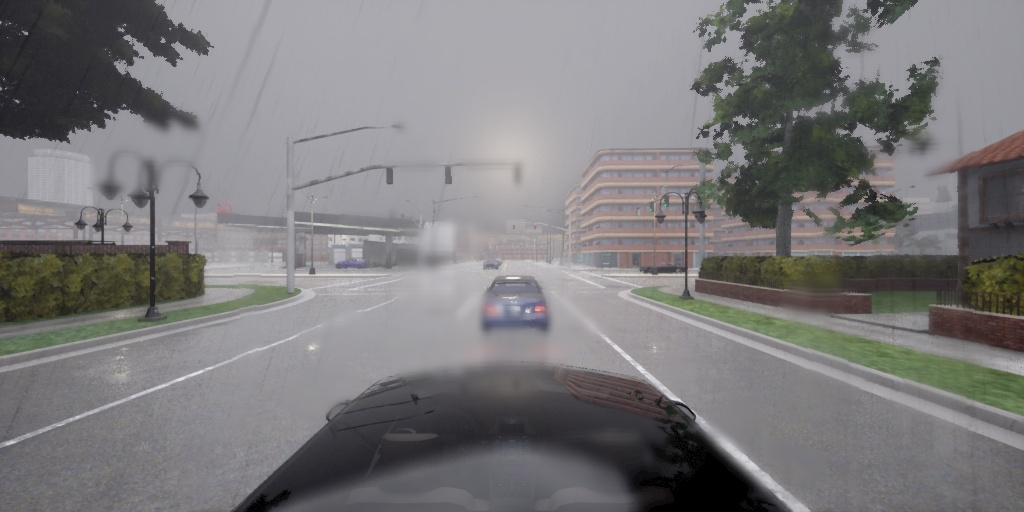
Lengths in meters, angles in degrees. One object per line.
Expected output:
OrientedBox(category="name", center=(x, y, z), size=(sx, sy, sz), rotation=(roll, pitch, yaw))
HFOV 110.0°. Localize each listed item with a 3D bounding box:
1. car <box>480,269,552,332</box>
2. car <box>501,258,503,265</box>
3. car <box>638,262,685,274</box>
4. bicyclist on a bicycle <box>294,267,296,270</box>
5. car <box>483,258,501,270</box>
OrientedBox(category="car", center=(0.098, 1.297, 10.844), size=(2.033, 1.411, 5.357), rotation=(0, 0, 0))
OrientedBox(category="car", center=(-3.154, 1.314, 63.106), size=(1.994, 1.385, 4.181), rotation=(0, 0, 0))
OrientedBox(category="car", center=(16.329, 1.351, 38.893), size=(4.718, 1.301, 1.895), rotation=(0, 0, -3))
OrientedBox(category="bicyclist on a bicycle", center=(-29.016, 1.180, 47.116), size=(0.582, 1.620, 1.656), rotation=(-10, 5, 0))
OrientedBox(category="car", center=(-3.102, 1.102, 53.604), size=(2.097, 1.767, 4.553), rotation=(0, 0, 0))
